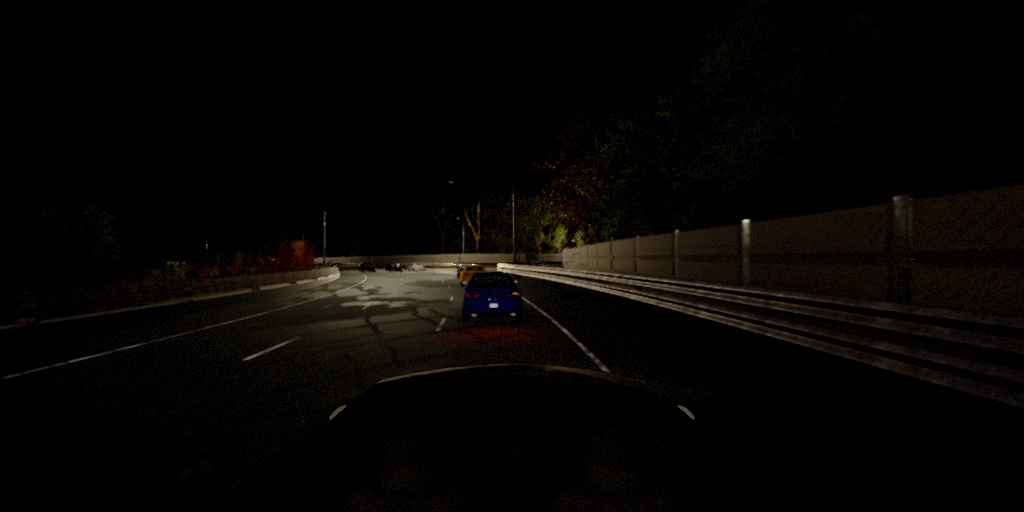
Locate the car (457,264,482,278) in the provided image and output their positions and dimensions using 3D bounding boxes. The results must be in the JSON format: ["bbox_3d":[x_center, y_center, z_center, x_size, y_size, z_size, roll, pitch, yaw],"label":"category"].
[{"bbox_3d":[-2.939,1.455,27.301,1.882,1.535,5.008,0,0,-10],"label":"car"}]

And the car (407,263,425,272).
[{"bbox_3d":[-15.677,1.870,58.558,1.812,1.442,4.674,0,-1,-31],"label":"car"}]

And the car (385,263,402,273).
[{"bbox_3d":[-19.005,1.859,57.281,2.128,1.511,4.902,0,-1,-31],"label":"car"}]

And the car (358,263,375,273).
[{"bbox_3d":[-23.573,1.898,58.069,1.882,1.535,5.008,0,-1,-32],"label":"car"}]

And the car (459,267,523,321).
[{"bbox_3d":[-0.769,1.324,13.004,1.882,1.535,5.008,0,0,-5],"label":"car"}]
